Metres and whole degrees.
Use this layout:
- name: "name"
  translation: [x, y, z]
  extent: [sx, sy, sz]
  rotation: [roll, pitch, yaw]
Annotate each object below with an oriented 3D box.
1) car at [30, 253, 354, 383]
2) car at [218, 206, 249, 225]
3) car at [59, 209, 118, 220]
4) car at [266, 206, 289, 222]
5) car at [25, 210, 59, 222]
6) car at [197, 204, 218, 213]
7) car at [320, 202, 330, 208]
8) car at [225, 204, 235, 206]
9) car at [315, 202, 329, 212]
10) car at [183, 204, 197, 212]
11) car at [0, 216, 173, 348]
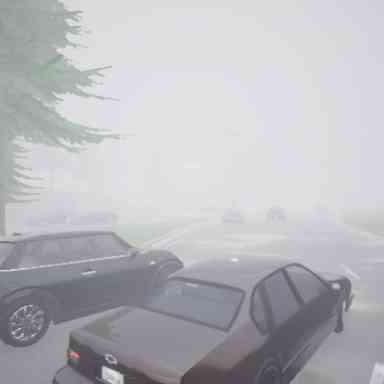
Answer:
- name: "car"
  translation: [0.839, 1.662, 4.847]
  extent: [2.033, 1.411, 5.357]
  rotation: [-2, -2, 37]
- name: "car"
  translation: [4.066, 2.266, 31.008]
  extent: [1.994, 1.385, 4.181]
  rotation: [-1, -1, 17]
- name: "car"
  translation: [-8.758, 2.304, 29.552]
  extent: [2.128, 1.511, 4.902]
  rotation: [-2, -2, 38]
- name: "car"
  translation: [8.663, 2.218, 33.648]
  extent: [1.837, 1.490, 4.892]
  rotation: [-1, -2, 20]
- name: "car"
  translation: [-12.583, 2.363, 30.313]
  extent: [2.128, 1.511, 4.902]
  rotation: [-2, -2, 38]
- name: "car"
  translation: [3.270, 2.954, 60.200]
  extent: [2.033, 1.411, 5.357]
  rotation: [-1, -1, 24]
- name: "car"
  translation: [33.096, 3.146, 82.600]
  extent: [2.033, 1.411, 5.357]
  rotation: [-1, -1, 23]
- name: "car"
  translation: [6.772, 2.876, 59.505]
  extent: [1.812, 1.442, 4.674]
  rotation: [-1, -1, 24]
- name: "car"
  translation: [21.283, 2.626, 54.894]
  extent: [2.033, 1.411, 5.357]
  rotation: [-1, -1, 23]
- name: "car"
  translation: [0.033, 2.978, 61.529]
  extent: [1.837, 1.490, 4.892]
  rotation: [-1, -1, 24]
- name: "car"
  translation: [-2.208, 1.552, 7.018]
  extent: [2.097, 1.767, 4.553]
  rotation: [-2, -2, 43]
